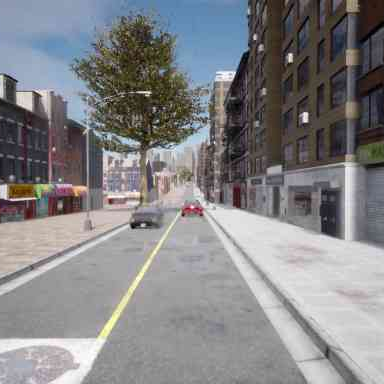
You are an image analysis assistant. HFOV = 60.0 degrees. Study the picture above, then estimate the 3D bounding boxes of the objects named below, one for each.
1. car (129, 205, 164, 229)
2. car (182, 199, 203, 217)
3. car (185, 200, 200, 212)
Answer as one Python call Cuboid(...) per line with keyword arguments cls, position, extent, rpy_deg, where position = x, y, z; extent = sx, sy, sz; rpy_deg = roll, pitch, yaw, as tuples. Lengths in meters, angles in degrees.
Cuboid(cls="car", position=(-2.894, 1.614, 22.376), extent=(2.033, 1.411, 5.357), rpy_deg=(0, 0, 0))
Cuboid(cls="car", position=(0.031, 1.517, 33.981), extent=(2.097, 1.767, 4.553), rpy_deg=(0, -1, 0))
Cuboid(cls="car", position=(0.021, 1.794, 44.271), extent=(1.837, 1.490, 4.892), rpy_deg=(0, -1, 0))
